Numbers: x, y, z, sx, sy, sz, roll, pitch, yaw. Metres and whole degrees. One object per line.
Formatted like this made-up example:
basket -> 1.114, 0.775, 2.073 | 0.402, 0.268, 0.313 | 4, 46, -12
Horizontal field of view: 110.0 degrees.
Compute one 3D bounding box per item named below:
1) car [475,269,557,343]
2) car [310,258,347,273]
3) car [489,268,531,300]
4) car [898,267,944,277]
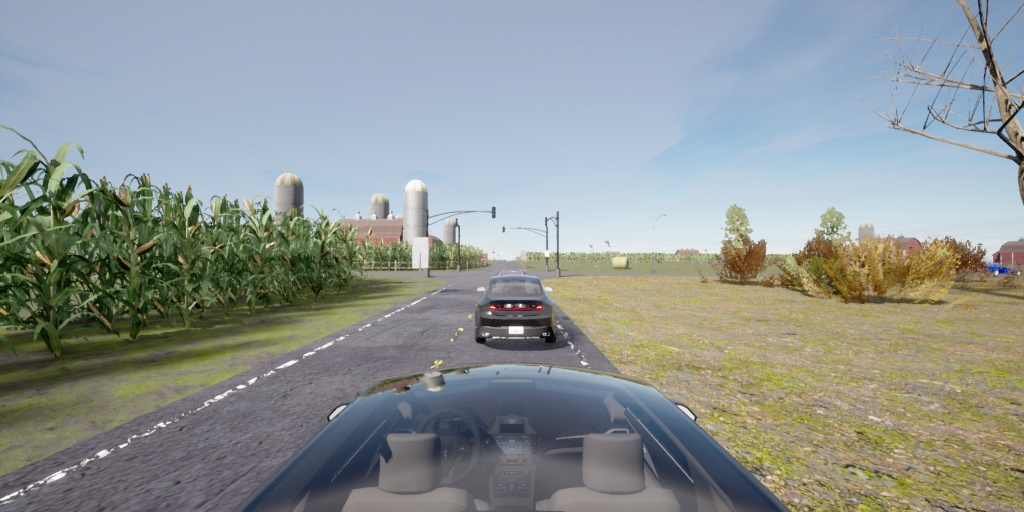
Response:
car -> 0.080, 1.259, 9.686 | 1.837, 1.490, 4.892 | 0, 0, 0
car -> -19.826, 0.931, 37.674 | 4.553, 1.767, 2.097 | 0, -1, -3
car -> 0.033, 1.360, 18.838 | 1.895, 1.301, 4.718 | 0, 0, 4
car -> 48.561, 1.768, 42.548 | 4.181, 1.385, 1.994 | 1, -1, -5
